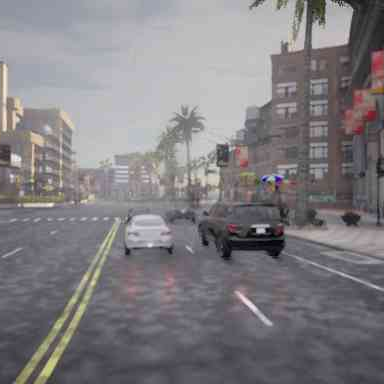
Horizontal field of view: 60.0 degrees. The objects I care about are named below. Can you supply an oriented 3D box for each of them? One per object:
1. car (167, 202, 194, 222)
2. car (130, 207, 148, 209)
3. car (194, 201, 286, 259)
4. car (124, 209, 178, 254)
[{"bbox_3d":[-1.078,1.648,29.075,2.097,1.767,4.553,0,-1,-10],"label":"car"},{"bbox_3d":[-4.492,1.890,28.265,1.895,1.301,4.718,0,-1,-10],"label":"car"},{"bbox_3d":[1.777,1.364,13.481,2.150,2.045,5.566,0,0,-10],"label":"car"},{"bbox_3d":[-1.896,1.671,14.161,1.812,1.442,4.674,0,0,-10],"label":"car"}]
